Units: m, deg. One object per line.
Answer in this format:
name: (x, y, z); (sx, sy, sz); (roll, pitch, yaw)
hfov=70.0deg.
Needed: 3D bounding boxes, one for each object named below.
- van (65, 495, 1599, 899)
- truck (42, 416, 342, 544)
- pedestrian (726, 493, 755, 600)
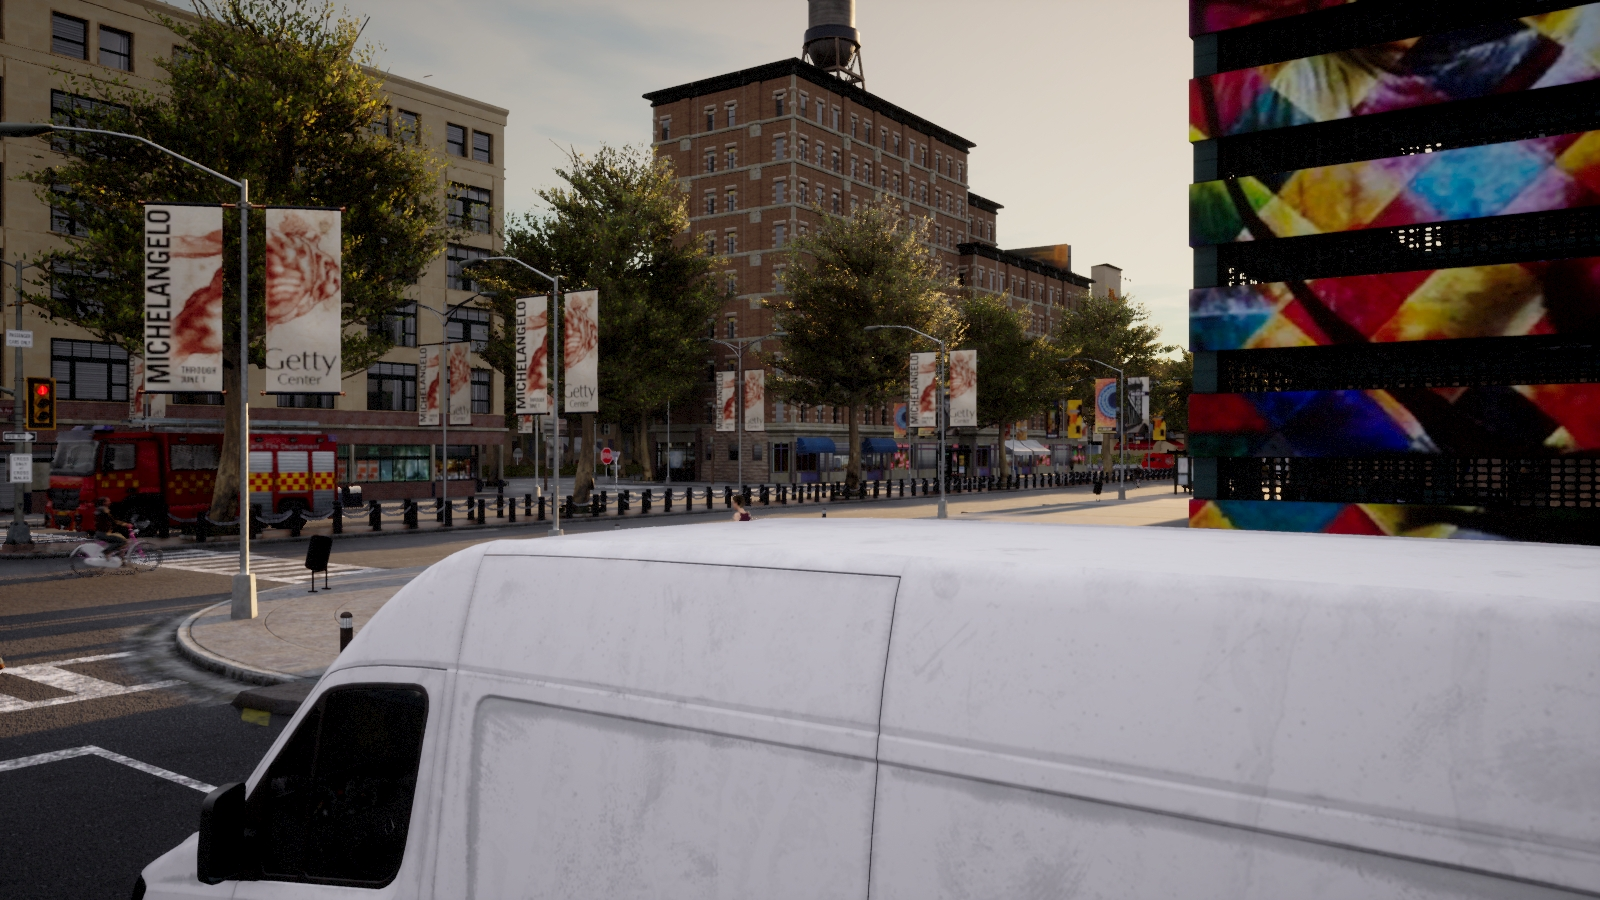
van: (-0.118, 1.534, 3.913); (5.915, 2.561, 1.988); (0, 0, 36)
truck: (-19.996, 0.890, 38.221); (2.891, 3.827, 8.468); (0, 0, 36)
pedestrian: (-1.054, 1.696, 20.256); (0.375, 1.860, 0.375); (0, 0, 39)
